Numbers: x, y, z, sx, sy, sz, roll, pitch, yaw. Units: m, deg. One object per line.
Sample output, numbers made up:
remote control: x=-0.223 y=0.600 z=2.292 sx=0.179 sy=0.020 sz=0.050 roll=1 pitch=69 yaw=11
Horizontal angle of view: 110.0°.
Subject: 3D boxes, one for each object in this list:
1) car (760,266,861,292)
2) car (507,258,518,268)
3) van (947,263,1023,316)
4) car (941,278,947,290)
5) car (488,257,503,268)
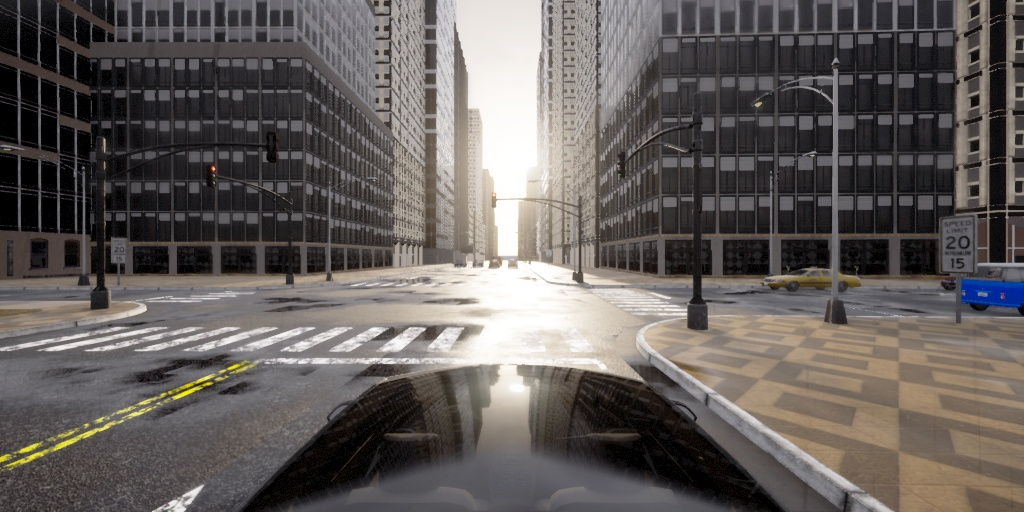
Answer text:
car: x=17.131 y=1.293 z=20.699 sx=4.829 sy=1.417 sz=1.751 roll=0 pitch=0 yaw=2
car: x=0.146 y=1.407 z=63.323 sx=2.033 sy=1.411 sz=5.357 roll=0 pitch=0 yaw=0
van: x=18.382 y=1.119 z=12.524 sx=3.998 sy=1.789 sz=1.690 roll=0 pitch=0 yaw=2
car: x=26.964 y=1.356 z=20.190 sx=4.207 sy=1.307 sz=1.802 roll=0 pitch=0 yaw=2
car: x=-3.105 y=1.385 z=63.331 sx=1.812 sy=1.442 sz=4.674 roll=0 pitch=0 yaw=0
